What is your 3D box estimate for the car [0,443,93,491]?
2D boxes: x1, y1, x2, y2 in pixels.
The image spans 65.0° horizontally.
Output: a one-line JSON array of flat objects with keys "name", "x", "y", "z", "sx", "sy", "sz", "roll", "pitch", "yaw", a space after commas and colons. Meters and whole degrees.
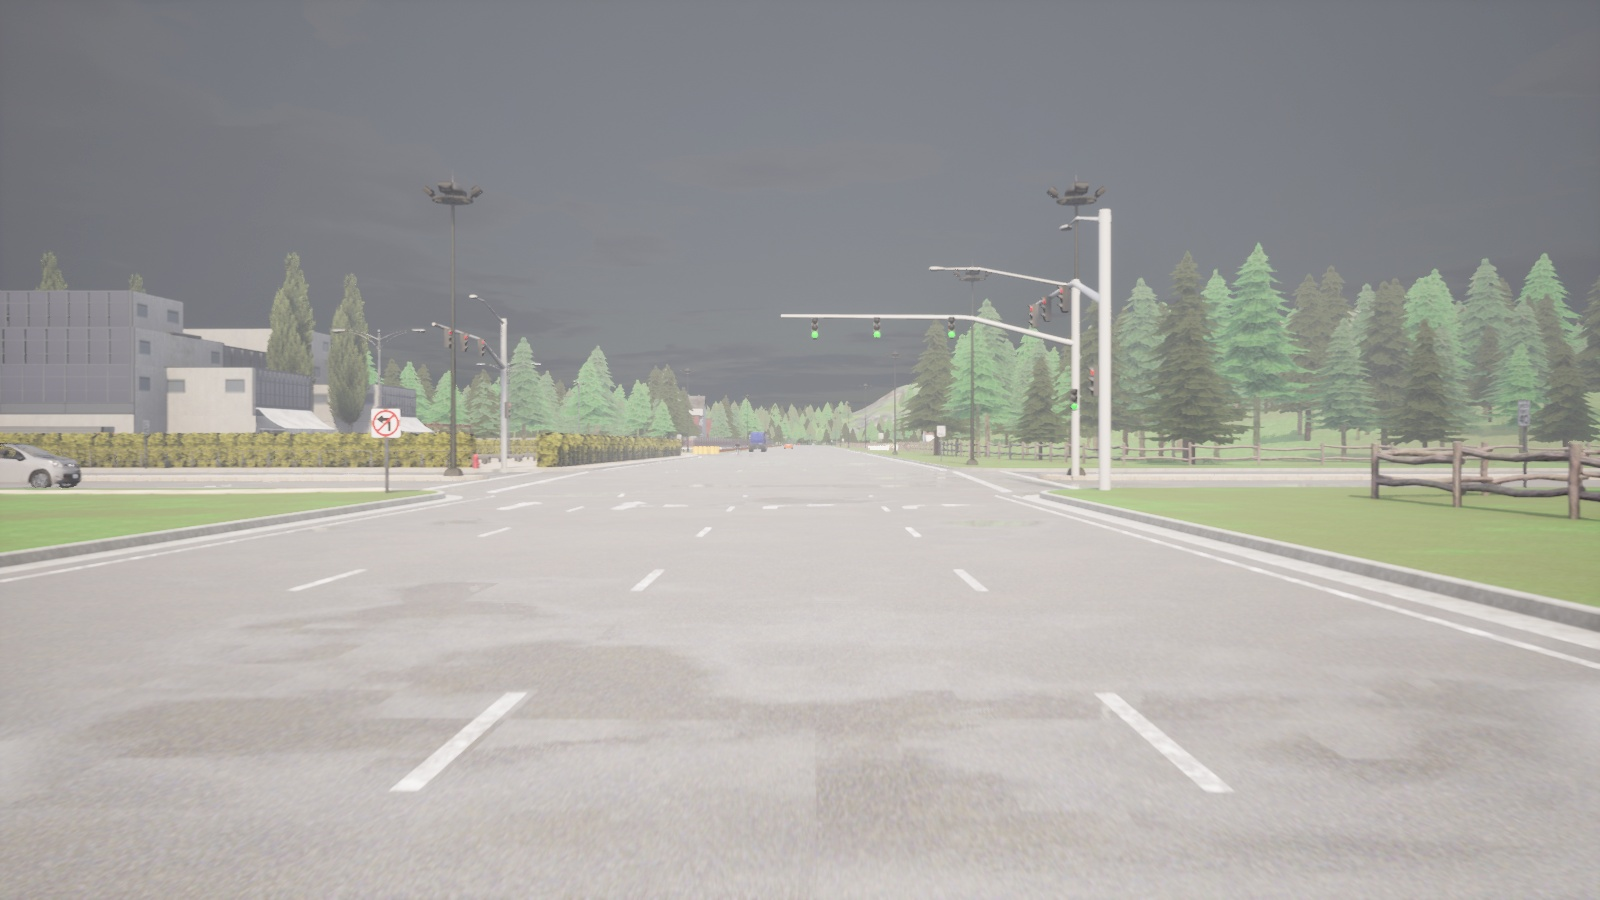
[{"name": "car", "x": -24.951, "y": 0.514, "z": 40.158, "sx": 3.633, "sy": 1.501, "sz": 1.845, "roll": 0, "pitch": 0, "yaw": 0}]
